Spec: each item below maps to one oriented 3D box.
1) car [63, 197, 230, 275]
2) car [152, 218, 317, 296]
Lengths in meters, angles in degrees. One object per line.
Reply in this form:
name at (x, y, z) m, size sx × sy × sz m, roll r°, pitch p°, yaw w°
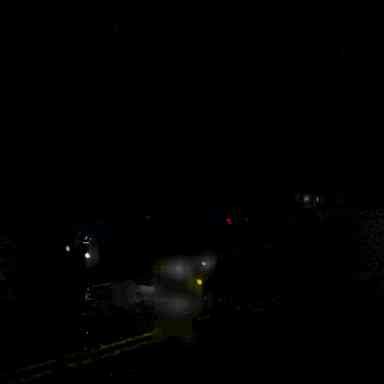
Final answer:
car at (-1.185, 1.207, 10.822) m, size 5.566 × 2.045 × 2.150 m, roll 0°, pitch 0°, yaw -35°
car at (1.343, 1.547, 8.633) m, size 4.181 × 1.385 × 1.994 m, roll 0°, pitch 0°, yaw -35°
